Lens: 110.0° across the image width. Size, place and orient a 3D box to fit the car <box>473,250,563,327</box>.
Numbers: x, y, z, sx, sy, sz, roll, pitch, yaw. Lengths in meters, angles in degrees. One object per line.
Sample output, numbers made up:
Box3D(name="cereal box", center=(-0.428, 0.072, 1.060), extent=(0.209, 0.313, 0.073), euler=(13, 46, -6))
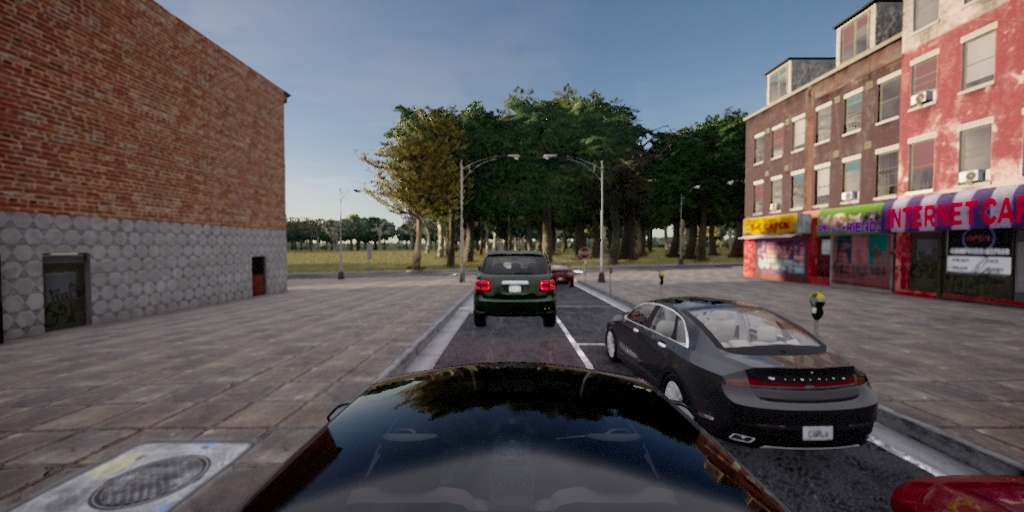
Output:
Box3D(name="car", center=(0.080, 0.857, 11.221), extent=(2.150, 2.045, 5.566), euler=(0, 0, 0))

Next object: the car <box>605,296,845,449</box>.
Box3D(name="car", center=(2.629, 1.258, 5.264), extent=(2.007, 1.370, 4.403), euler=(0, 0, 0))

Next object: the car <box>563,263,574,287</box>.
Box3D(name="car", center=(2.593, 1.063, 21.483), extent=(1.888, 1.381, 4.507), euler=(0, 0, 0))
